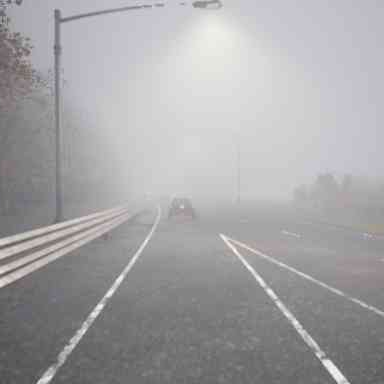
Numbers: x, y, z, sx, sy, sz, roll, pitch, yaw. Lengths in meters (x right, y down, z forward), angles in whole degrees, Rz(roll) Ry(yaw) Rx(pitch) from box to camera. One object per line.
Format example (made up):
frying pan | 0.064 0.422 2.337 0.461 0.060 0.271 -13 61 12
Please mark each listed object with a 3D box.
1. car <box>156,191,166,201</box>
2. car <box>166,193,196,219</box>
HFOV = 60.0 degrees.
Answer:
car | -5.296 0.971 63.002 1.837 1.490 4.892 0 1 -10
car | -0.901 1.161 27.346 2.097 1.767 4.553 0 1 -4
